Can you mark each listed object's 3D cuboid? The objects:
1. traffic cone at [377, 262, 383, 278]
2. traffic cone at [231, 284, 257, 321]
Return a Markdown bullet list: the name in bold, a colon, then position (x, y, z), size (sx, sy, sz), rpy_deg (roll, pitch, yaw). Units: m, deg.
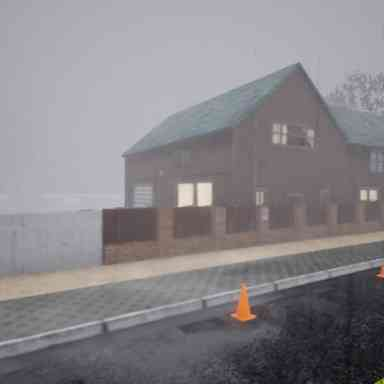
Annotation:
- **traffic cone**: position (5.135, 1.945, 8.794), size (0.340, 0.580, 0.340), rpy_deg (0, 0, -33)
- **traffic cone**: position (0.933, 1.949, 5.991), size (0.340, 0.580, 0.340), rpy_deg (0, 0, -34)
